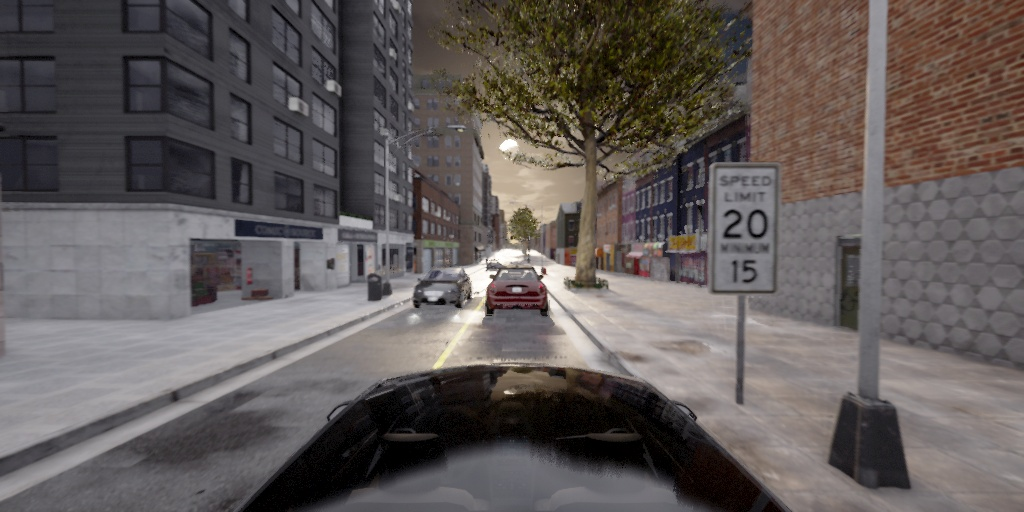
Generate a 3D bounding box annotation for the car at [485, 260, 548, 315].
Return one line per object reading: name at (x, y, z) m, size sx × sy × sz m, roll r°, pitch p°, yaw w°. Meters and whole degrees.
car at (0.178, 1.118, 13.712) m, size 2.097 × 1.767 × 4.553 m, roll 0°, pitch 0°, yaw 0°

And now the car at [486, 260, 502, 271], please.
car at (-2.413, 1.277, 48.630) m, size 1.994 × 1.385 × 4.181 m, roll 0°, pitch 0°, yaw 0°

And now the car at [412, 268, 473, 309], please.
car at (-2.757, 1.251, 15.077) m, size 2.128 × 1.511 × 4.902 m, roll 0°, pitch 0°, yaw 0°
